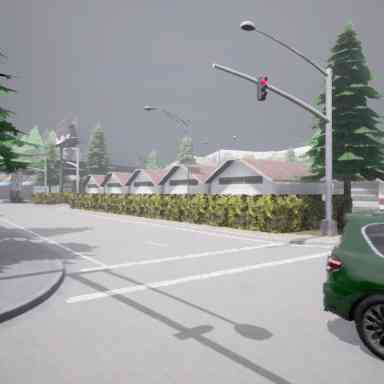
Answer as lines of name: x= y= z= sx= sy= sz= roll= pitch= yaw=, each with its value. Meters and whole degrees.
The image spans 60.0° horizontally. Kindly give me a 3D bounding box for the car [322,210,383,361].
car: x=4.322 y=1.344 z=3.762 sx=2.150 sy=2.045 sz=5.566 roll=0 pitch=1 yaw=-37
